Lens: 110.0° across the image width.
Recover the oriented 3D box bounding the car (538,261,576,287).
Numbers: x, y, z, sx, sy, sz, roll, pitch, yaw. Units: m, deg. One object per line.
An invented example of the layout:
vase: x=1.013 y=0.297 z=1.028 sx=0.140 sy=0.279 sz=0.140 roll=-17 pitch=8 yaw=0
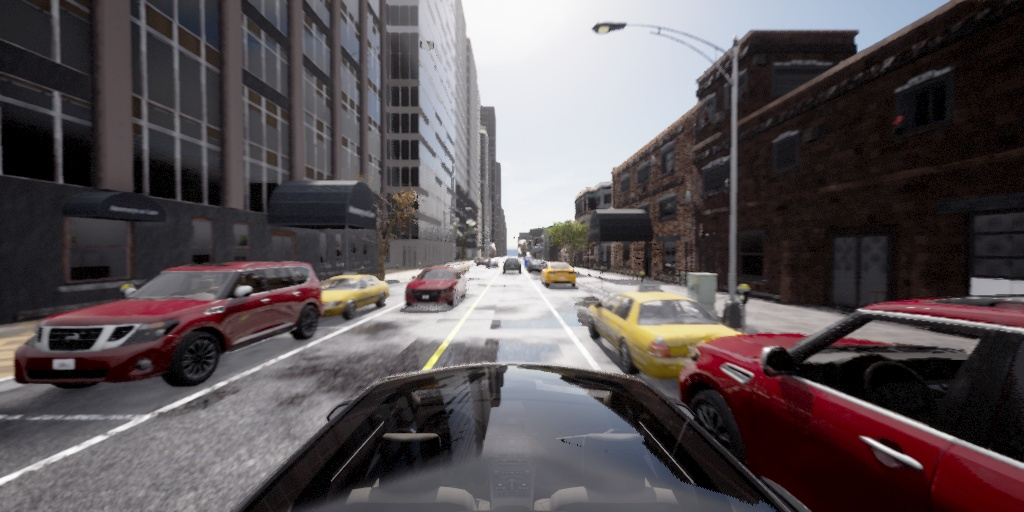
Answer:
car: x=3.003 y=1.169 z=23.885 sx=1.882 sy=1.535 sz=5.008 roll=0 pitch=0 yaw=0

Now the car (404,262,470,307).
car: x=-3.092 y=1.191 z=15.338 sx=1.882 sy=1.535 sz=5.008 roll=0 pitch=0 yaw=0

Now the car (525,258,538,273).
car: x=2.695 y=1.213 z=40.271 sx=1.948 sy=1.339 sz=4.313 roll=0 pitch=0 yaw=0

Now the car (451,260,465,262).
car: x=-5.687 y=1.187 z=34.580 sx=1.751 sy=1.417 sz=4.829 roll=0 pitch=0 yaw=0

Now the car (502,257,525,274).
car: x=0.030 y=1.000 z=40.010 sx=2.097 sy=1.767 sz=4.553 roll=0 pitch=0 yaw=0

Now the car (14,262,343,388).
car: x=-5.691 y=1.050 z=7.076 sx=2.192 sy=1.841 sz=5.009 roll=0 pitch=0 yaw=0

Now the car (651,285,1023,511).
car: x=2.689 y=1.065 z=1.530 sx=2.192 sy=1.841 sz=5.009 roll=0 pitch=0 yaw=0

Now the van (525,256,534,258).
van: x=2.697 y=0.943 z=56.875 sx=1.690 sy=1.789 sz=3.998 roll=0 pitch=0 yaw=0

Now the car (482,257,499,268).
car: x=-3.038 y=1.096 z=55.821 sx=2.128 sy=1.511 sz=4.902 roll=0 pitch=0 yaw=1

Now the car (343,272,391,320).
car: x=-5.690 y=1.246 z=12.441 sx=1.751 sy=1.417 sz=4.829 roll=0 pitch=0 yaw=0

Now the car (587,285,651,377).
car: x=2.690 y=1.261 z=7.234 sx=1.751 sy=1.417 sz=4.829 roll=0 pitch=0 yaw=0
